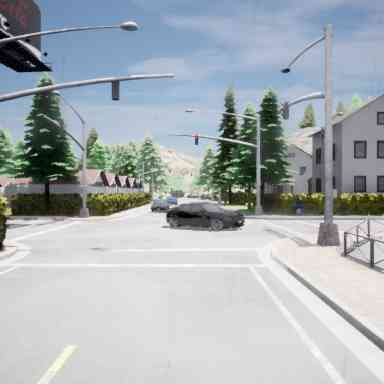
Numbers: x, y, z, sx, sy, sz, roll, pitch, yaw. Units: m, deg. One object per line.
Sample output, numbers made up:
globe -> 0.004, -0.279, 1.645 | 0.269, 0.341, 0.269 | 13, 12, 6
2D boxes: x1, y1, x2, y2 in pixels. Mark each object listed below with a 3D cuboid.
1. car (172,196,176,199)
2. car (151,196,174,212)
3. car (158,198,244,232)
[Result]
car -> -3.535, 1.478, 58.157 | 1.882, 1.535, 5.008 | 0, 0, 0
car -> -3.613, 1.546, 38.506 | 2.033, 1.411, 5.357 | 0, 0, 0
car -> 0.627, 1.343, 19.255 | 5.008, 1.535, 1.882 | -1, 2, 40
